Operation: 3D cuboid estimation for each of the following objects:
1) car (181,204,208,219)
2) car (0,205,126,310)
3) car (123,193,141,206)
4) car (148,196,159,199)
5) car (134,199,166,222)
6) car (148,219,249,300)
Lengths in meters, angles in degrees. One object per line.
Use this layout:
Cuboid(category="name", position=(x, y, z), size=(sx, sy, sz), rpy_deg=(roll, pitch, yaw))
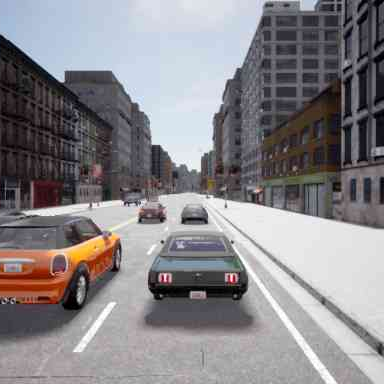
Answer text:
Cuboid(category="car", position=(0.199, 1.570, 25.278), size=(1.994, 1.385, 4.181), rpy_deg=(0, 0, 0))
Cuboid(category="car", position=(-3.122, 1.352, 7.976), size=(2.097, 1.767, 4.553), rpy_deg=(0, 0, 1))
Cuboid(category="car", position=(-9.537, 1.152, 53.682), size=(2.150, 2.045, 5.566), rpy_deg=(0, 0, 0))
Cuboid(category="car", position=(-6.287, 1.436, 53.699), size=(1.837, 1.490, 4.892), rpy_deg=(0, 0, 0))
Cuboid(category="car", position=(-3.048, 1.532, 26.025), size=(1.812, 1.442, 4.674), rpy_deg=(0, 0, 0))
Cuboid(category="car", position=(0.132, 1.601, 8.316), size=(1.895, 1.301, 4.718), rpy_deg=(0, 0, 0))
